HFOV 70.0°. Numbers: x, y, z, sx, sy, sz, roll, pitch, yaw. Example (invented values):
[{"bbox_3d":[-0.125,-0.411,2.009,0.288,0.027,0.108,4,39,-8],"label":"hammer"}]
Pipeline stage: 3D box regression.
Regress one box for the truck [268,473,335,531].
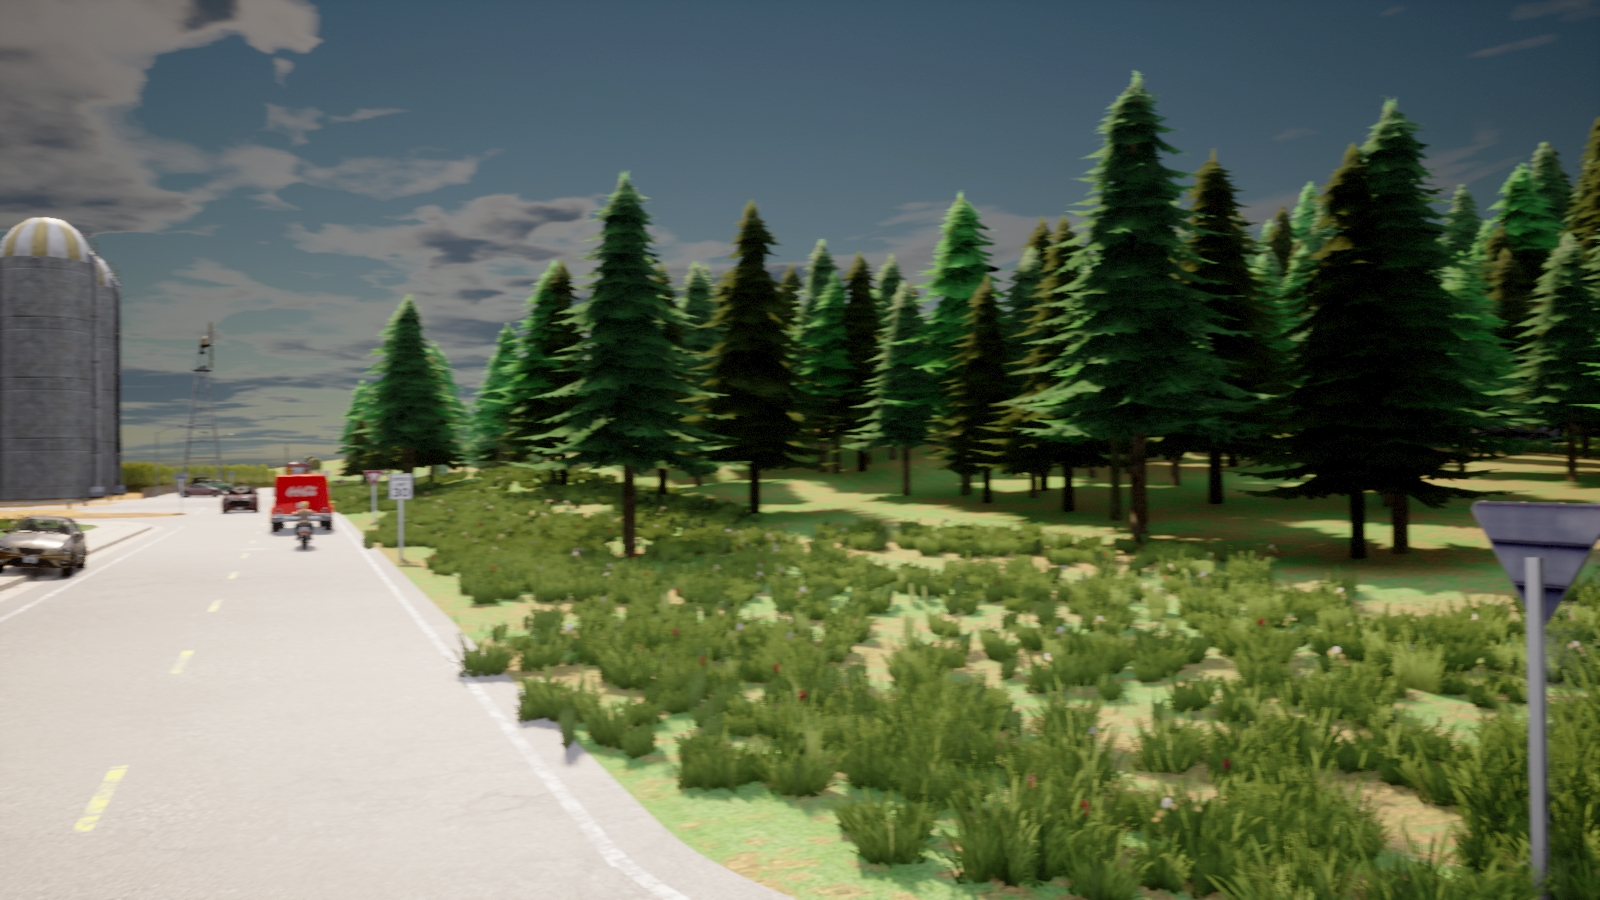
[{"bbox_3d":[-22.616,2.320,51.884,2.627,2.467,5.204,0,-1,-24],"label":"truck"}]
